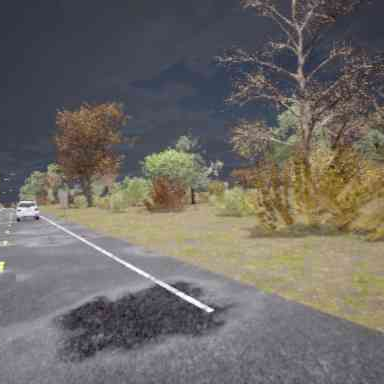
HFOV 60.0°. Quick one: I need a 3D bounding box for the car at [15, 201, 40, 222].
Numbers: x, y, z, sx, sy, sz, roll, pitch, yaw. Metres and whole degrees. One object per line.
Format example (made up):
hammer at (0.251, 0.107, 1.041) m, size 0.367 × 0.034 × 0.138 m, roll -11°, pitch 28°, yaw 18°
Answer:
car at (-18.093, 2.083, 36.554) m, size 2.150 × 2.045 × 5.566 m, roll -4°, pitch 0°, yaw -28°
